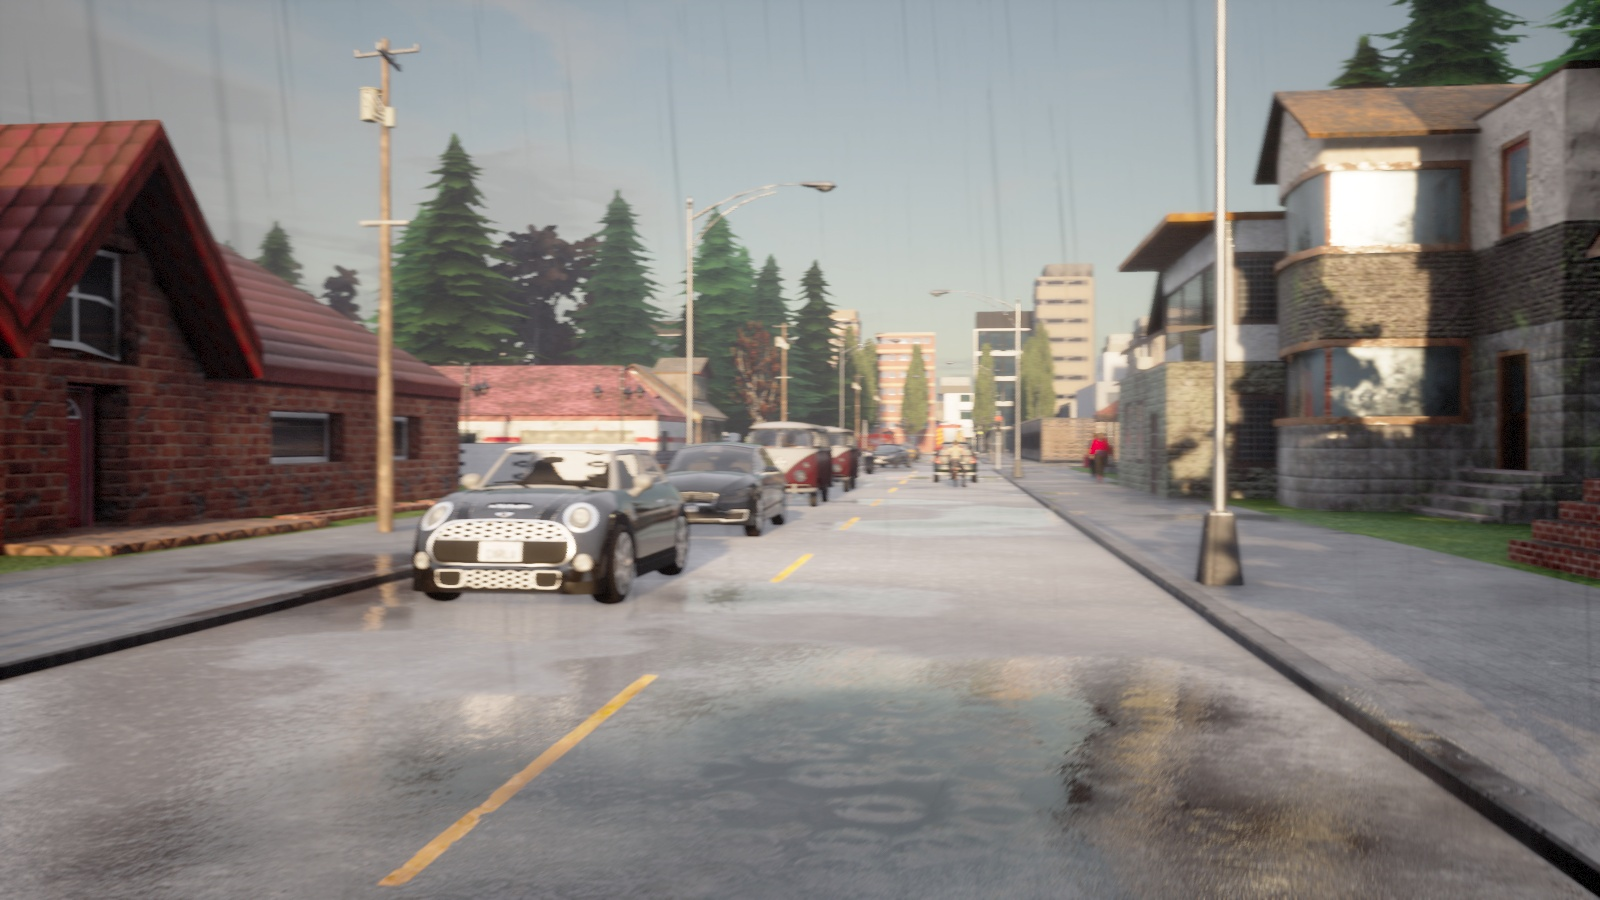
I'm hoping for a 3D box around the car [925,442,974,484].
[{"bbox_3d":[5.722,0.462,48.216,1.789,1.549,3.705,0,0,7],"label":"car"}]

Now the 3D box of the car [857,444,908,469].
[{"bbox_3d":[4.897,0.358,74.217,1.812,1.442,4.674,0,0,20],"label":"car"}]

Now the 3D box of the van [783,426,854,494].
[{"bbox_3d":[0.637,0.275,39.237,1.775,1.987,4.442,0,0,7],"label":"van"}]

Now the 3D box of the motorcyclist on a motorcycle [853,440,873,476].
[{"bbox_3d":[2.977,0.365,59.102,0.766,1.649,2.350,0,1,7],"label":"motorcyclist on a motorcycle"}]

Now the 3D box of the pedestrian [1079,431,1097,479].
[{"bbox_3d":[11.163,0.204,48.685,0.540,1.848,0.694,0,0,3],"label":"pedestrian"}]

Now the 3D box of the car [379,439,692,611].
[{"bbox_3d":[-2.471,0.632,12.780,1.970,1.475,3.806,0,0,7],"label":"car"}]

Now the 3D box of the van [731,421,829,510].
[{"bbox_3d":[-0.404,0.323,30.403,1.775,1.987,4.442,0,0,7],"label":"van"}]

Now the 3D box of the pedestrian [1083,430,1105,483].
[{"bbox_3d":[10.267,0.229,43.857,0.634,1.844,0.899,0,0,7],"label":"pedestrian"}]

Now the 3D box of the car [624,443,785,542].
[{"bbox_3d":[-1.471,0.625,21.370,1.837,1.490,4.892,0,0,7],"label":"car"}]
